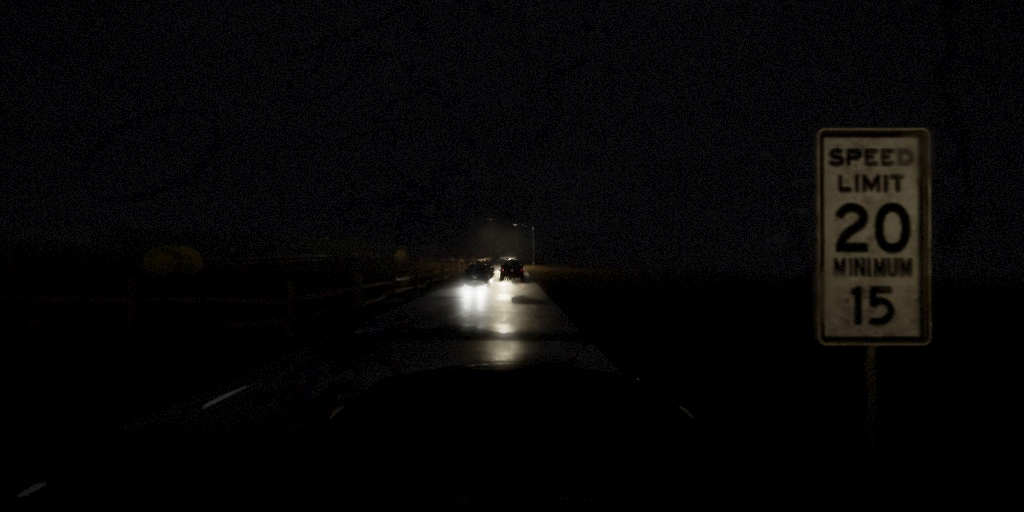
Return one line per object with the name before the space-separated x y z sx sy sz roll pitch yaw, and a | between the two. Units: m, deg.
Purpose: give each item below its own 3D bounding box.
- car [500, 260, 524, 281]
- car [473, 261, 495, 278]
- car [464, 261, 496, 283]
car | 0.018 1.199 32.054 2.097 1.767 4.553 0 0 0
car | -2.739 1.329 36.452 1.837 1.490 4.892 0 0 0
car | -2.742 1.377 29.254 2.128 1.511 4.902 0 0 0
